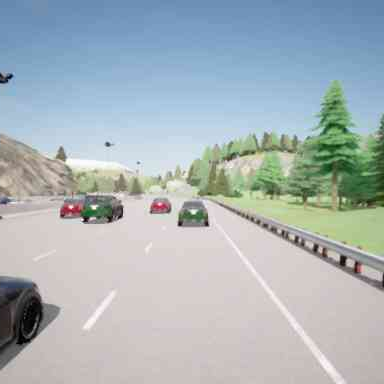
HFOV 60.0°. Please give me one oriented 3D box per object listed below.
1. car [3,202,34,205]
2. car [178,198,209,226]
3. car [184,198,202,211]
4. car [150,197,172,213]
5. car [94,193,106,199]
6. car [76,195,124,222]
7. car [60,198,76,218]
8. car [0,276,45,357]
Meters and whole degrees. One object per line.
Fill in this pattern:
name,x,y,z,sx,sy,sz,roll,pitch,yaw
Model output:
car,-24.565,1.605,47.893,1.895,1.301,4.718,0,0,0
car,0.096,1.353,23.700,2.097,1.767,4.553,0,0,0
car,0.101,1.494,41.708,2.128,1.511,4.902,0,0,0
car,-3.396,1.355,37.155,2.097,1.767,4.553,0,0,0
car,-24.492,1.100,88.370,1.882,1.535,5.008,0,0,0
car,-6.896,1.223,26.128,2.150,2.045,5.566,0,0,0
car,-10.396,1.354,30.690,2.097,1.767,4.553,0,0,0
car,-3.398,1.564,3.750,1.994,1.385,4.181,0,0,0
